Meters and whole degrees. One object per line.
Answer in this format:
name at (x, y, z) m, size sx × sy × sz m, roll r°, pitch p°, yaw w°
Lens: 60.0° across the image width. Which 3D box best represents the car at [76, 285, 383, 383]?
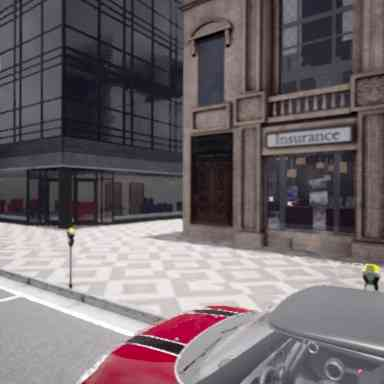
car at (0.971, 1.436, 2.276) m, size 4.097 × 1.590 × 1.967 m, roll 1°, pitch 0°, yaw 36°
